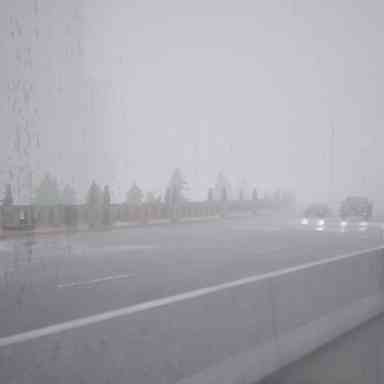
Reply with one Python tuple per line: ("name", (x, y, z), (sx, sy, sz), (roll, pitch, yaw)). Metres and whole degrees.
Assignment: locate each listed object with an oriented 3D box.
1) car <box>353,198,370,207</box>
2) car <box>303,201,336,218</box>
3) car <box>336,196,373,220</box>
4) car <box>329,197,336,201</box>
("car", (32.583, 1.969, 64.085), (1.837, 1.490, 4.892), (0, -1, 12))
("car", (12.253, 1.798, 32.308), (1.895, 1.301, 4.718), (0, -1, 34))
("car", (15.028, 1.404, 30.205), (2.150, 2.045, 5.566), (0, -1, 34))
("car", (29.815, 1.824, 69.247), (1.837, 1.490, 4.892), (0, -1, 6))
